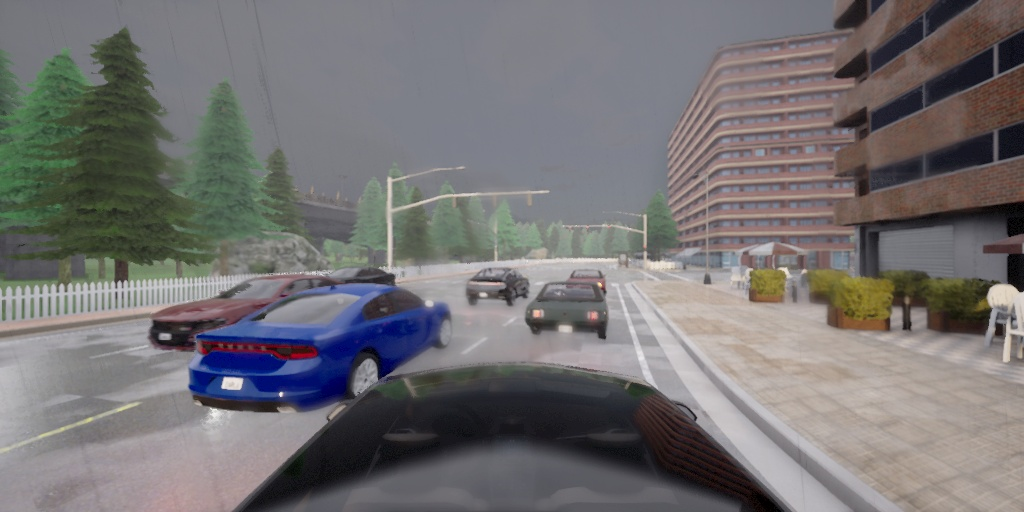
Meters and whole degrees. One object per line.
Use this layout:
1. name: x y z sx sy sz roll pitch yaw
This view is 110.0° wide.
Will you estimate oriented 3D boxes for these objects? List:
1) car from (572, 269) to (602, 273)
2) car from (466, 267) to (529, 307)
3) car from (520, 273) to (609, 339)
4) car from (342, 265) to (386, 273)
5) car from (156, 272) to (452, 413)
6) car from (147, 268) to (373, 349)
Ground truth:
1. car: 4.013 1.347 19.058 1.895 1.301 4.718 0 0 15
2. car: -0.466 1.238 15.566 2.128 1.511 4.902 0 0 14
3. car: 1.729 1.349 10.189 1.895 1.301 4.718 0 0 14
4. car: -7.546 1.223 17.064 1.882 1.535 5.008 0 0 15
5. car: -2.602 1.226 6.315 1.882 1.535 5.008 0 0 10
6. car: -5.930 1.225 9.111 1.882 1.535 5.008 0 0 12
